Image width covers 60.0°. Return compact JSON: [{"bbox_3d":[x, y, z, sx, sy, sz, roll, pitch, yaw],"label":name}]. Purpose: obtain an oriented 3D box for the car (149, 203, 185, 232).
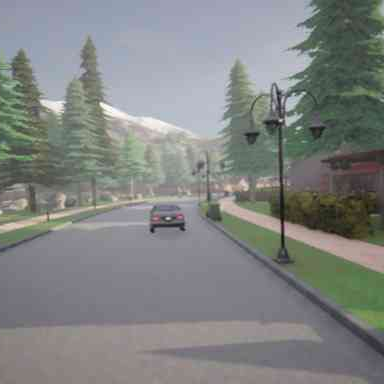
[{"bbox_3d":[-1.436,1.310,18.674,2.033,1.411,5.357,-2,1,-6],"label":"car"}]
